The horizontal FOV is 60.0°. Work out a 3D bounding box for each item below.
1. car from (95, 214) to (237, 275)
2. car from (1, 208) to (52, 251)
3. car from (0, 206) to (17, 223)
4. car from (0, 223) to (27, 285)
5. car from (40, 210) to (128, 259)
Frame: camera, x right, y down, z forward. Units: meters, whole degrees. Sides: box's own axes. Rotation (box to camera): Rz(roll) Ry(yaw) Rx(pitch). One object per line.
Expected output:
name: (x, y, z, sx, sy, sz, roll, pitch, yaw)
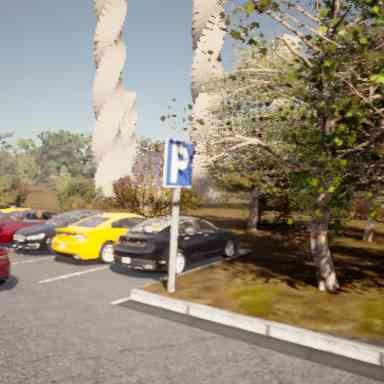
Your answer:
car: (-0.302, 1.510, 10.602, 2.231, 1.521, 4.892, 0, 0, 36)
car: (-4.761, 1.517, 13.836, 2.231, 1.521, 4.892, 0, 0, 36)
car: (-6.978, 1.548, 15.464, 2.163, 1.488, 4.792, 0, 0, 36)
car: (-6.253, 1.553, 8.209, 4.674, 1.442, 1.812, 0, 0, 36)
car: (-2.535, 1.514, 12.215, 2.097, 1.535, 5.008, 0, 0, 36)
